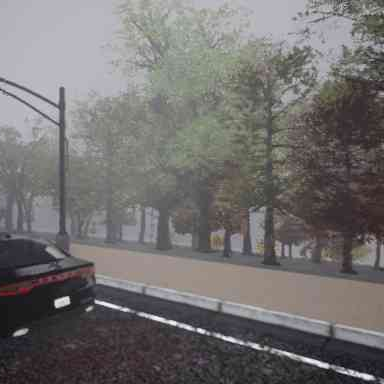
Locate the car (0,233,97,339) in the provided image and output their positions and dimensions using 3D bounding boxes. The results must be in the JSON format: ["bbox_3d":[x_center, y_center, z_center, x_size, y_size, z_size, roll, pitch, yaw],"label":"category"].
[{"bbox_3d":[-3.999,1.544,6.519,5.008,1.535,1.882,0,0,35],"label":"car"}]
